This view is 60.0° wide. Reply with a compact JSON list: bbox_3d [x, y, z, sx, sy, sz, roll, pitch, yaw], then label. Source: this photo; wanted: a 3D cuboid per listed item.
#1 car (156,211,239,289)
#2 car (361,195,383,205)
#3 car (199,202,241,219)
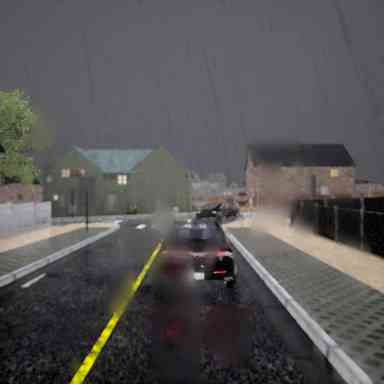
[{"bbox_3d":[0.104,1.524,9.279,2.128,1.511,4.902,0,0,0],"label":"car"},{"bbox_3d":[17.576,0.969,29.652,5.357,1.411,2.033,-2,-1,0],"label":"car"},{"bbox_3d":[2.042,1.503,24.534,2.128,1.511,4.902,-2,1,28],"label":"car"}]
